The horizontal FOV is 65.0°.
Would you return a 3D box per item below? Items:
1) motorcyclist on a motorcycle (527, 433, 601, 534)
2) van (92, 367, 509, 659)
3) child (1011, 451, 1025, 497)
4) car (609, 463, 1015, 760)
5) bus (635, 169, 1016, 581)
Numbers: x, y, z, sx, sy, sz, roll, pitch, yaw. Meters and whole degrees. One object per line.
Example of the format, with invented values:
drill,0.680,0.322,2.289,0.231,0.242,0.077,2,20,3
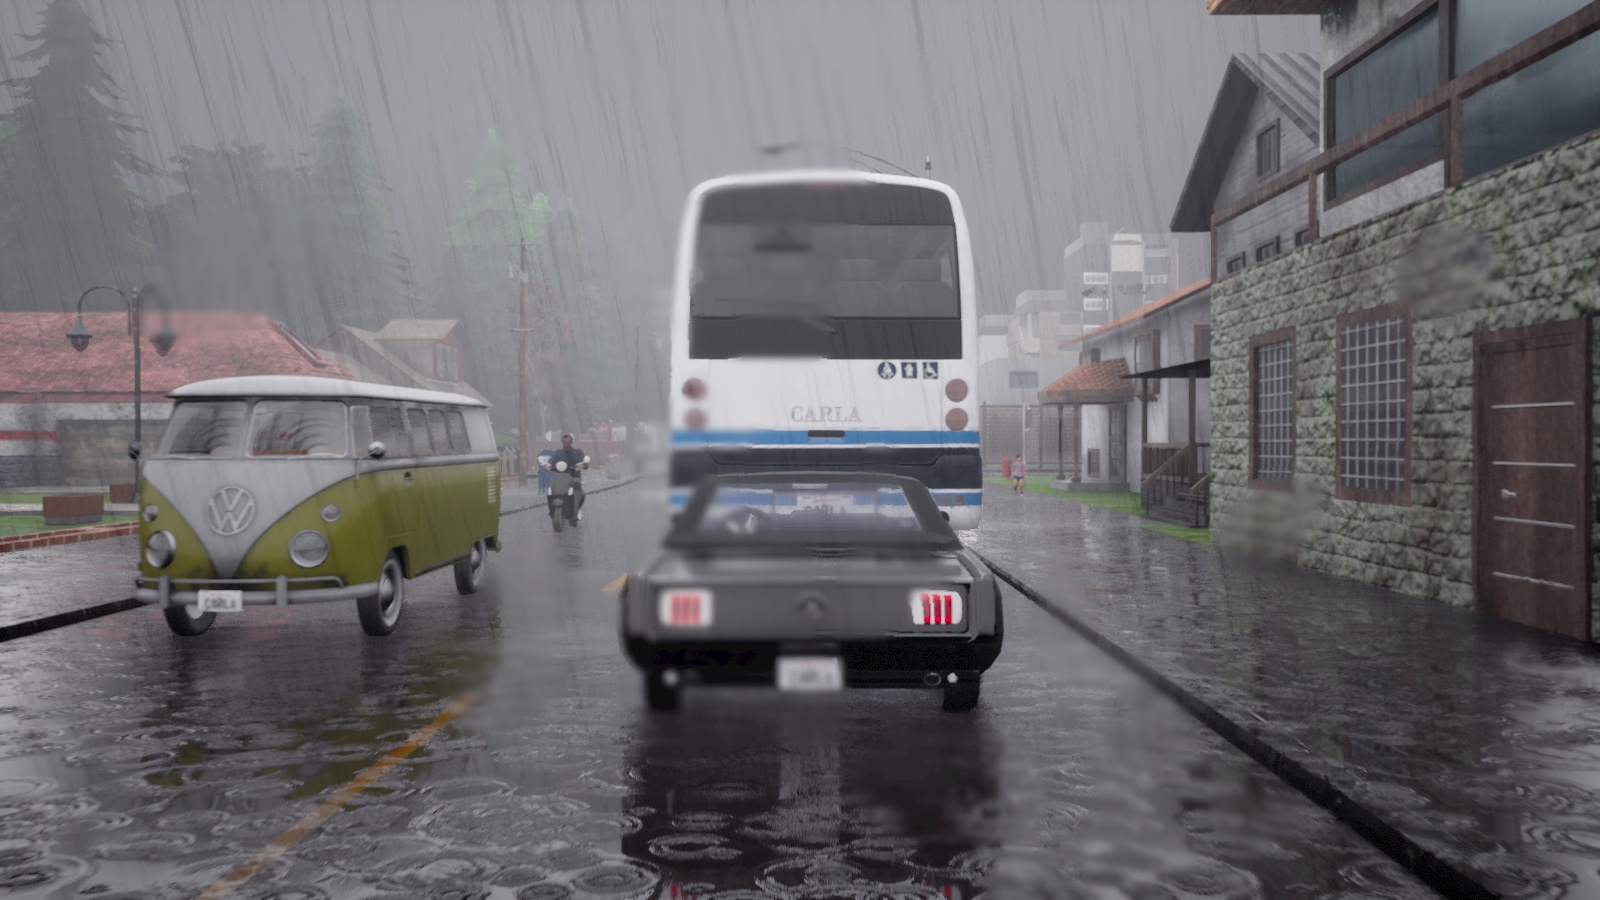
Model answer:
motorcyclist on a motorcycle,-3.860,0.525,20.682,0.866,1.590,1.817,0,0,0
van,-3.919,0.404,10.777,1.775,1.987,4.442,0,1,0
child,5.375,0.584,30.937,0.255,1.110,0.394,0,0,-4
car,0.065,0.778,8.221,1.895,1.301,4.718,0,0,0
bus,0.164,-0.780,18.141,3.944,4.253,10.273,0,0,-1
